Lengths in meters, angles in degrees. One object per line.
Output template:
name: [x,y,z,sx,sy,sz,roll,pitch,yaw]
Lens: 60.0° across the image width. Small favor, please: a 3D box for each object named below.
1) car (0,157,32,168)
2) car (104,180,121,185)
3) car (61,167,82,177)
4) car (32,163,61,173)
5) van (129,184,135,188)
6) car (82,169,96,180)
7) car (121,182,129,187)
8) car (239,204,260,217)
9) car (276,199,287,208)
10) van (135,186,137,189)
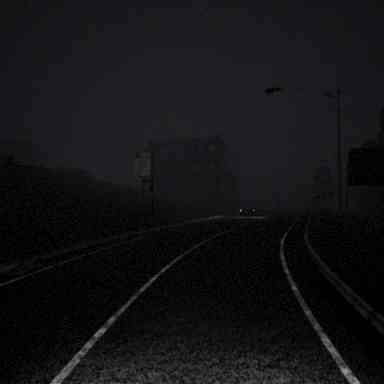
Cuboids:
car: [-19.964,-2.918,35.795,2.002,1.452,4.674,0,-3,12]
car: [-15.731,-1.488,63.131,2.002,1.452,4.674,0,-3,6]
car: [-17.931,-2.577,46.659,2.185,1.767,4.553,0,-3,10]
car: [-18.906,-2.718,41.108,2.231,1.521,4.892,0,-3,11]
van: [-14.780,-1.018,74.298,1.878,1.987,4.442,0,-4,4]
car: [-17.060,-2.414,52.200,2.435,2.045,5.566,0,-3,9]
car: [-15.220,-1.136,68.639,2.002,1.452,4.674,0,-4,5]
car: [6.771,2.072,38.641,1.812,1.442,4.674,-1,-2,20]
car: [20.810,2.595,77.380,2.150,2.045,5.566,-1,-2,20]
van: [-14.492,-0.622,79.815,1.878,1.987,4.442,0,-4,3]
